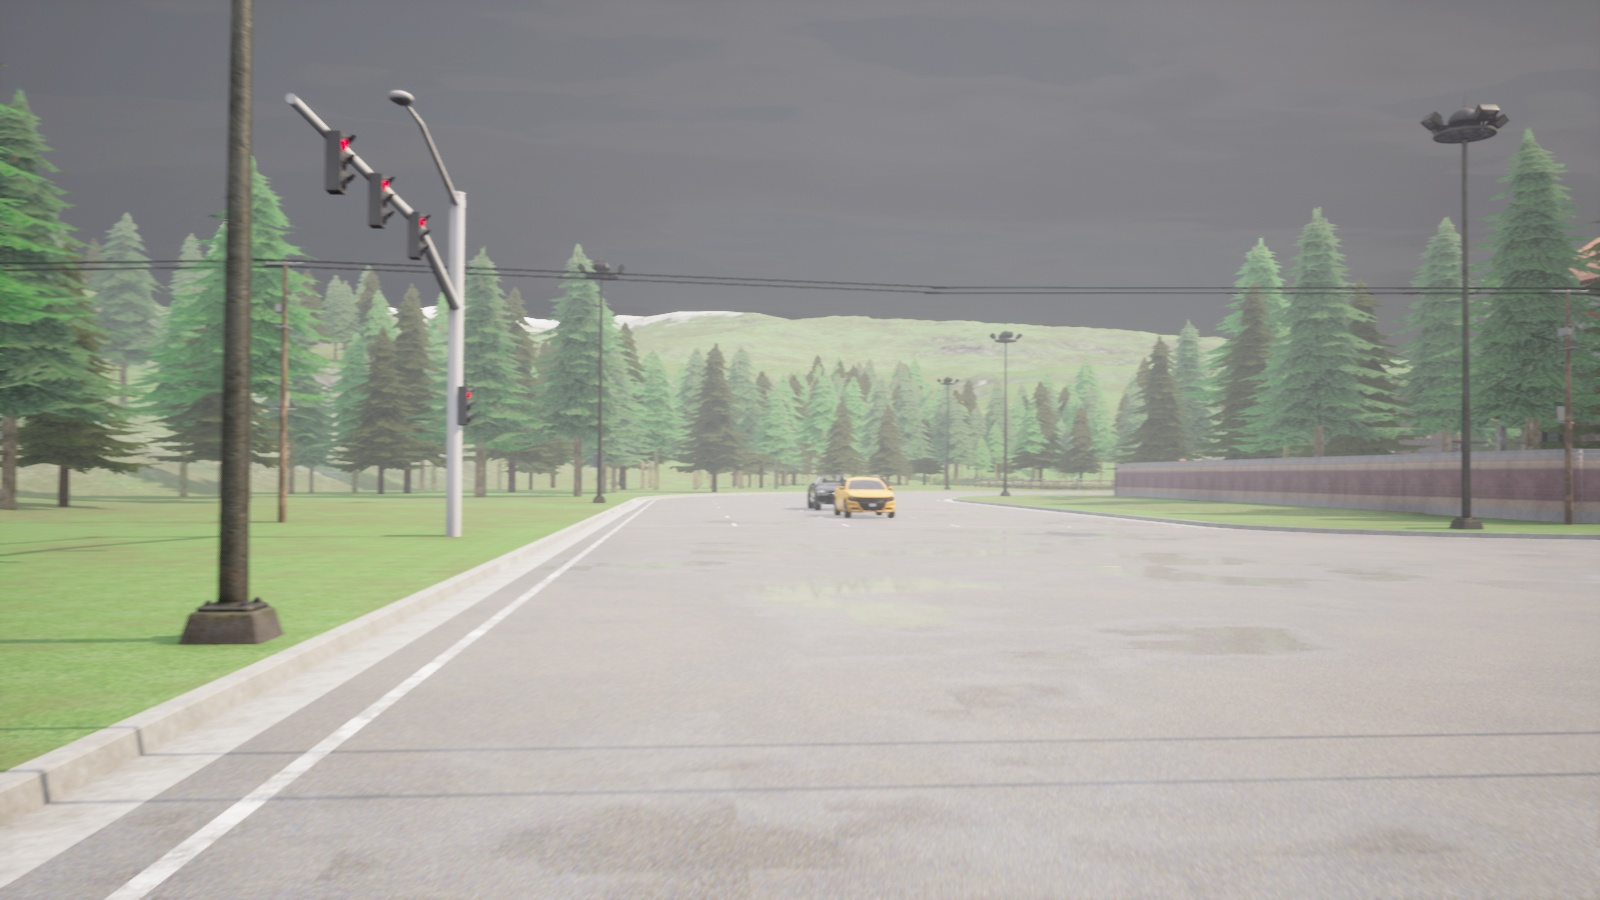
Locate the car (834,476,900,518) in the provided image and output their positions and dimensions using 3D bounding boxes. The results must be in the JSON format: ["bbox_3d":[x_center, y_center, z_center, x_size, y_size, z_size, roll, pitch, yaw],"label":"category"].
[{"bbox_3d":[2.519,1.774,48.367,1.882,1.535,5.008,0,-1,-5],"label":"car"}]

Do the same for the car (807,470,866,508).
[{"bbox_3d":[1.643,1.781,58.434,2.152,1.651,5.027,0,-1,-5],"label":"car"}]
